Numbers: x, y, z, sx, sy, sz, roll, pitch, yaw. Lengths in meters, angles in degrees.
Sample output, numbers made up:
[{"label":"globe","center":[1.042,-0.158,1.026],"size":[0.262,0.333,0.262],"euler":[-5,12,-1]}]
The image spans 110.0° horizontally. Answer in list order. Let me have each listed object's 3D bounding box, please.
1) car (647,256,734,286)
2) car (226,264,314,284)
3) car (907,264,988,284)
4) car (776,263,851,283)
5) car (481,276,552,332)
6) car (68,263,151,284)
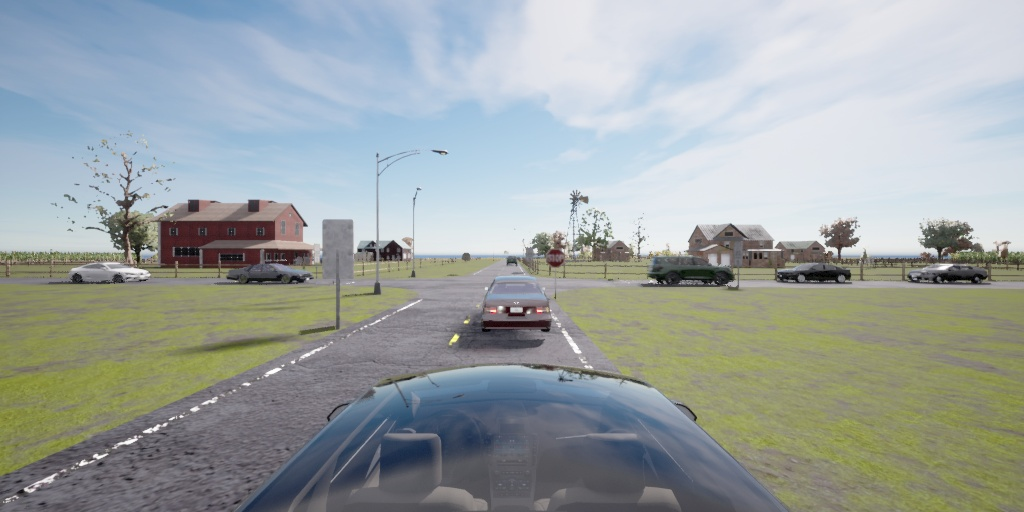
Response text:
[{"label":"car","center":[12.529,1.016,25.411],"size":[5.566,2.045,2.150],"euler":[0,0,0]},{"label":"car","center":[-17.247,1.246,25.641],"size":[5.357,1.411,2.033],"euler":[0,0,0]},{"label":"car","center":[34.117,1.367,28.186],"size":[4.902,1.511,2.128],"euler":[0,0,1]},{"label":"car","center":[23.708,1.308,28.278],"size":[5.008,1.535,1.882],"euler":[0,0,0]},{"label":"car","center":[0.100,1.297,10.823],"size":[2.033,1.411,5.357],"euler":[0,0,0]},{"label":"car","center":[-28.861,1.193,25.739],"size":[4.674,1.442,1.812],"euler":[0,0,0]}]
